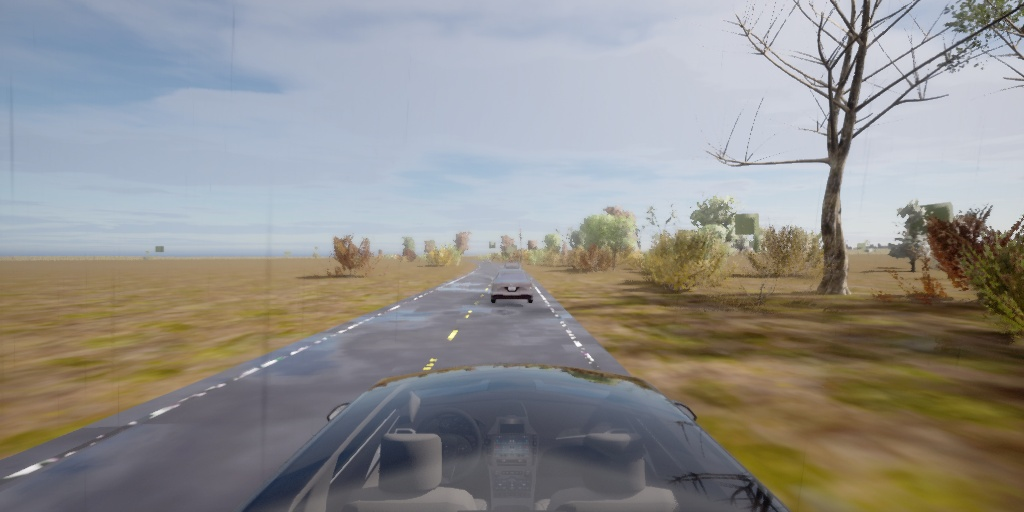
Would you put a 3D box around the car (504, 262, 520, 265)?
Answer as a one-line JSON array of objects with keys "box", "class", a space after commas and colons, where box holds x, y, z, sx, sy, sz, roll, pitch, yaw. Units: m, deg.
[{"box": [-0.005, 1.241, 31.507, 2.128, 1.511, 4.902, 0, 0, 0], "class": "car"}]

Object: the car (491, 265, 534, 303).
[{"box": [0.000, 1.312, 16.500, 2.033, 1.411, 5.357, 0, 0, 0], "class": "car"}]
